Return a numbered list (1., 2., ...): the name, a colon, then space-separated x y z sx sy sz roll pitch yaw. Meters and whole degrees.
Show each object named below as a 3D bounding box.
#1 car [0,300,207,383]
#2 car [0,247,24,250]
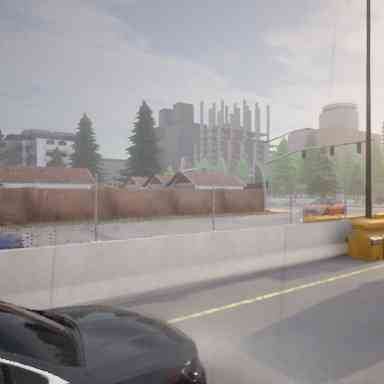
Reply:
1. car: -2.115 1.506 2.238 4.892 1.490 1.837 0 0 -35
2. car: -6.557 1.526 7.915 4.674 1.442 1.812 0 0 -35
